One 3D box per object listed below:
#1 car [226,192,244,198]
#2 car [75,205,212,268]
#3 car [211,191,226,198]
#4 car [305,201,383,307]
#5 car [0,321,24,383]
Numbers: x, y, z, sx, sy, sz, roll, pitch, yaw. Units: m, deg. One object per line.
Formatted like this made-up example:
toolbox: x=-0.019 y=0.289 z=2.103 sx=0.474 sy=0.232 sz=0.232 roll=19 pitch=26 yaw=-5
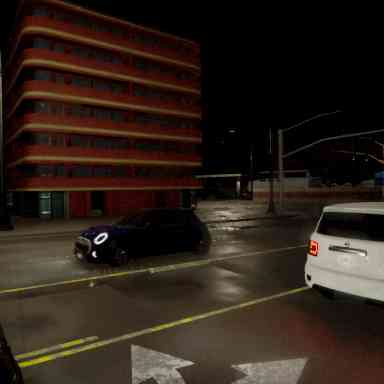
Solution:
car: x=11.405 y=0.818 z=85.101 sx=3.806 sy=1.475 sz=1.970 roll=-1 pitch=1 yaw=-35
car: x=-1.583 y=1.350 z=11.436 sx=4.553 sy=1.767 sz=2.097 roll=0 pitch=0 yaw=-35
car: x=7.440 y=0.671 z=89.327 sx=4.611 sy=1.667 sz=2.242 roll=-1 pitch=1 yaw=-35
car: x=4.782 y=1.218 z=7.137 sx=5.566 sy=2.045 sz=2.150 roll=0 pitch=0 yaw=-35
car: x=-3.661 y=1.222 z=1.141 sx=5.566 sy=2.045 sz=2.150 roll=0 pitch=0 yaw=-35
